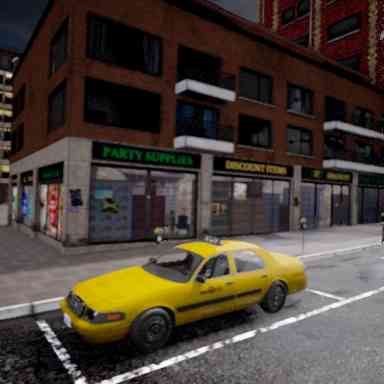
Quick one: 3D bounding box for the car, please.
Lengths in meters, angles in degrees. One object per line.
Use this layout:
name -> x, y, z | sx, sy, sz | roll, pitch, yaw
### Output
car -> 0.173, 1.547, 6.198 | 4.829, 1.417, 1.752 | 0, 1, -35
